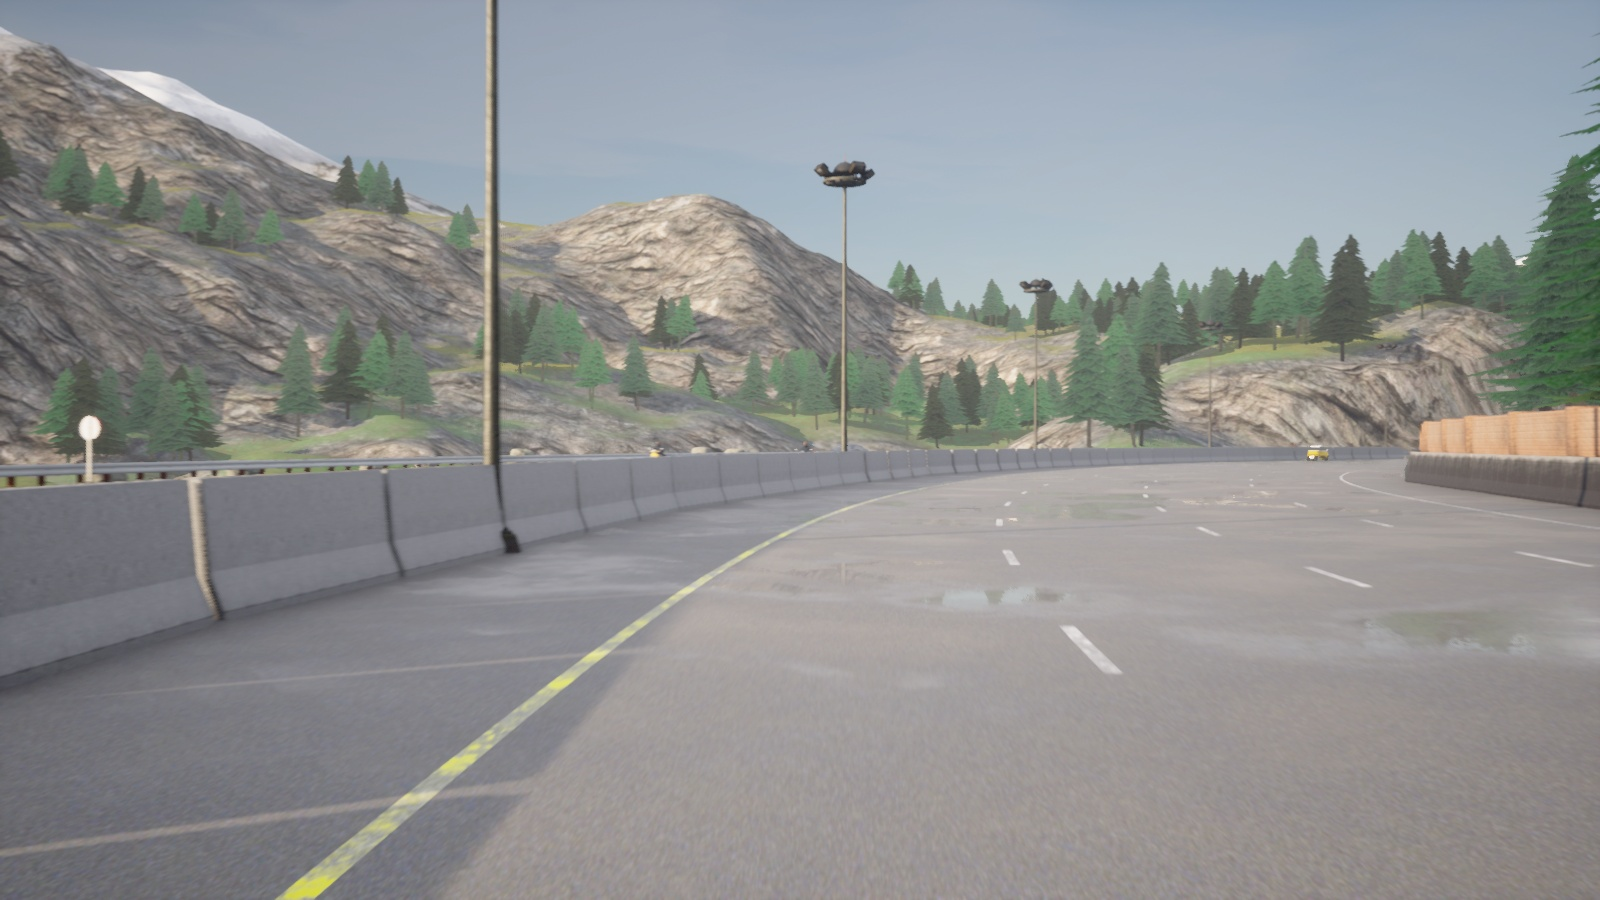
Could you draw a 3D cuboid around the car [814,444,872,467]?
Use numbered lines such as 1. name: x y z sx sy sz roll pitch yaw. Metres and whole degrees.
1. car: 2.755 0.333 80.112 1.812 1.442 4.674 0 0 28
